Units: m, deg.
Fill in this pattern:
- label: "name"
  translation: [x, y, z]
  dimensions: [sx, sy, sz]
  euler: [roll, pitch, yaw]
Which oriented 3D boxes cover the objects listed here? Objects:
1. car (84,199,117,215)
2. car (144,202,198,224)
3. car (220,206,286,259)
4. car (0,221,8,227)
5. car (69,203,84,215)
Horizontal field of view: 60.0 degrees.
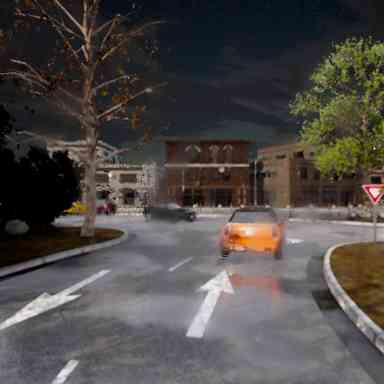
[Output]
- label: "car"
  translation: [-9.688, 1.527, 36.327]
  dimensions: [2.185, 1.767, 4.553]
  euler: [-1, 0, 1]
- label: "car"
  translation: [-1.700, 1.529, 25.492]
  dimensions: [1.882, 1.535, 5.008]
  euler: [2, -2, -43]
- label: "car"
  translation: [2.515, 1.368, 12.937]
  dimensions: [2.097, 1.767, 4.553]
  euler: [0, 0, 17]
- label: "car"
  translation: [-12.107, 1.402, 24.165]
  dimensions: [2.435, 2.045, 5.566]
  euler: [-1, 0, 1]
- label: "car"
  translation: [-12.720, 1.703, 36.414]
  dimensions: [2.097, 1.535, 5.008]
  euler: [-1, 0, 1]
